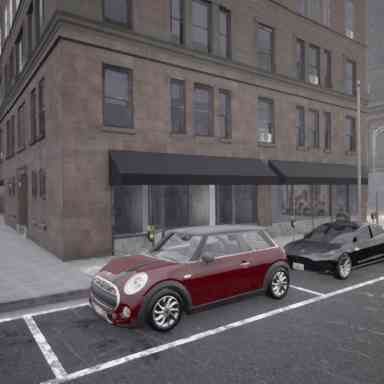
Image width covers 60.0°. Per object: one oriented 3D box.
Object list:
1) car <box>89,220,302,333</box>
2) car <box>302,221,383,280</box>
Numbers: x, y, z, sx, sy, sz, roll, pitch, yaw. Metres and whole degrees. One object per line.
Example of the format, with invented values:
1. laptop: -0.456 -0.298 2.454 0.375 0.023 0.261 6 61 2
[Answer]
1. car: 0.061 1.439 6.716 4.097 1.590 1.967 0 -1 -36
2. car: 4.535 1.565 9.925 4.313 1.339 1.947 0 -1 -36
